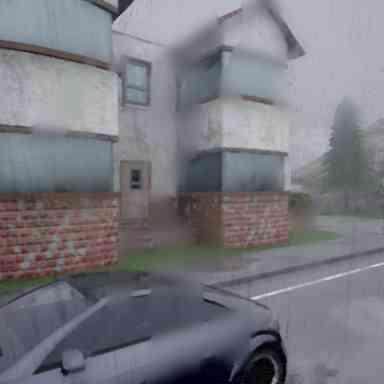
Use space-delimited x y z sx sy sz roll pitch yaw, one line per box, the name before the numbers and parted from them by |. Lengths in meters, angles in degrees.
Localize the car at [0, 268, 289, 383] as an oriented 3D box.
car | -0.999 1.559 3.260 4.181 1.385 1.994 0 0 -35
